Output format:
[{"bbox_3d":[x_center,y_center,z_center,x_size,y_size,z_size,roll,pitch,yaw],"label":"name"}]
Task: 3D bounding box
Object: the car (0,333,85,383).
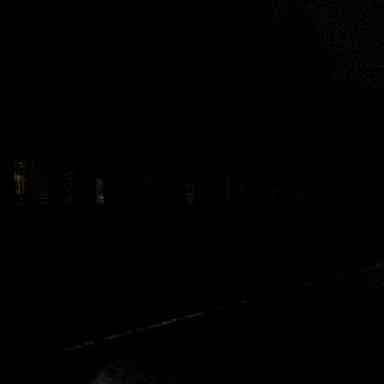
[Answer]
[{"bbox_3d":[-3.181,1.551,1.477,5.357,1.411,2.033,0,0,-36],"label":"car"}]
